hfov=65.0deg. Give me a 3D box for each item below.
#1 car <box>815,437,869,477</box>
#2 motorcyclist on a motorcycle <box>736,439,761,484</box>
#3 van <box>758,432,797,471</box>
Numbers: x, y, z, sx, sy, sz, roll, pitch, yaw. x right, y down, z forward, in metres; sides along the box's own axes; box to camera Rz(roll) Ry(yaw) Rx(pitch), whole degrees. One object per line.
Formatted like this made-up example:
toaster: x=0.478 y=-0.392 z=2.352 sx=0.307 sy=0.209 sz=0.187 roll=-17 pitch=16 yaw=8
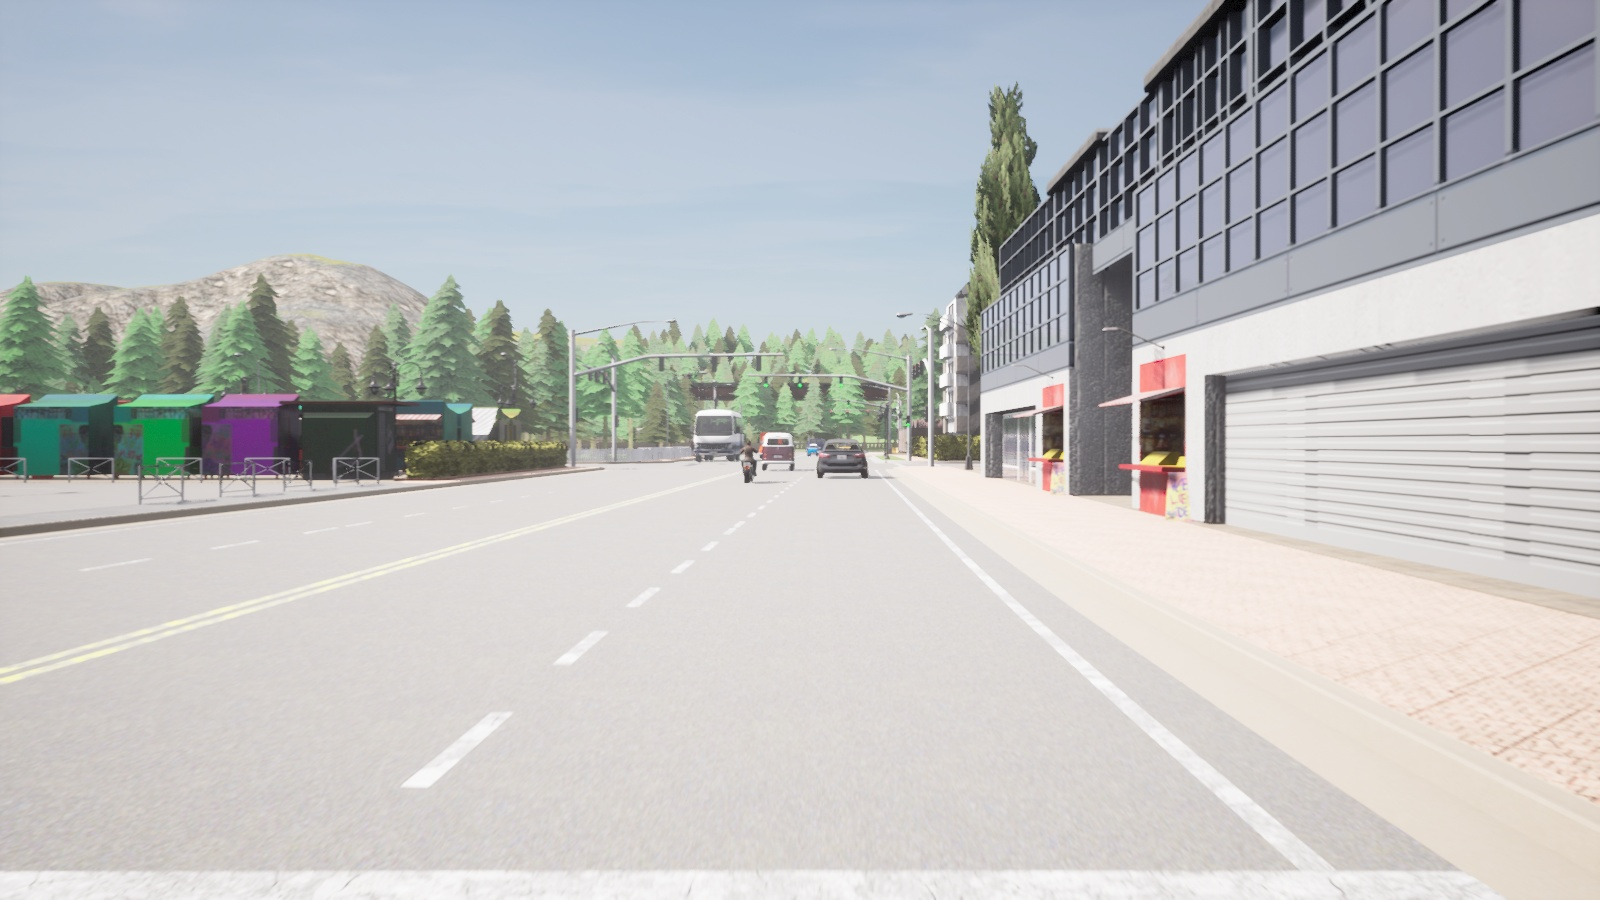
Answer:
car: x=1.847 y=0.283 z=54.891 sx=2.242 sy=1.667 sz=4.611 roll=0 pitch=0 yaw=2
motorcyclist on a motorcycle: x=-1.931 y=0.427 z=47.641 sx=0.766 sy=1.649 sz=2.350 roll=0 pitch=0 yaw=2
van: x=-1.202 y=0.079 z=69.142 sx=2.069 sy=2.038 sz=4.480 roll=0 pitch=0 yaw=0
